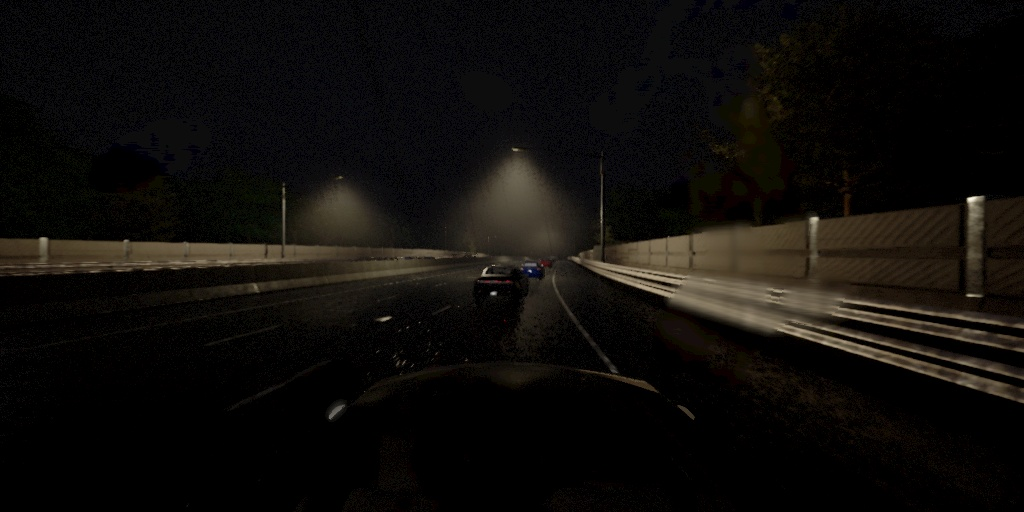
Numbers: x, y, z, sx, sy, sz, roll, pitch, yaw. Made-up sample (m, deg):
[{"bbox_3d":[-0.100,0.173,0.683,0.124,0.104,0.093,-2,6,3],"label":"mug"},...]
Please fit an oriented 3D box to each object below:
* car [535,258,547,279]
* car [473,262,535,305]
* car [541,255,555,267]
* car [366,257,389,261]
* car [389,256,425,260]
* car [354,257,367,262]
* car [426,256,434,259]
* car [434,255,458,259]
[{"bbox_3d":[1.672,1.152,30.264,1.994,1.385,4.181,0,0,8],"label":"car"},{"bbox_3d":[-0.352,1.162,15.561,2.128,1.511,4.902,0,0,8],"label":"car"},{"bbox_3d":[5.173,1.005,55.686,1.994,1.385,4.181,0,0,8],"label":"car"},{"bbox_3d":[-17.110,0.916,48.286,1.837,1.490,4.892,0,1,8],"label":"car"},{"bbox_3d":[-13.727,0.922,47.237,2.128,1.511,4.902,0,0,8],"label":"car"},{"bbox_3d":[-20.353,0.894,50.219,1.837,1.490,4.892,0,1,8],"label":"car"},{"bbox_3d":[-14.945,0.800,63.662,1.882,1.535,5.008,0,1,8],"label":"car"},{"bbox_3d":[-11.517,0.900,62.962,1.994,1.385,4.181,0,0,9],"label":"car"}]
